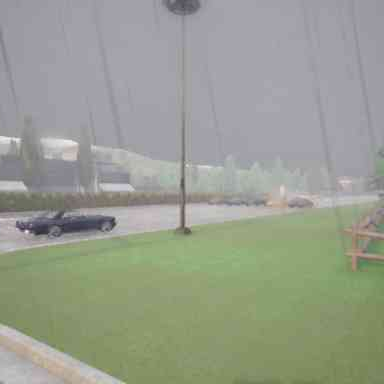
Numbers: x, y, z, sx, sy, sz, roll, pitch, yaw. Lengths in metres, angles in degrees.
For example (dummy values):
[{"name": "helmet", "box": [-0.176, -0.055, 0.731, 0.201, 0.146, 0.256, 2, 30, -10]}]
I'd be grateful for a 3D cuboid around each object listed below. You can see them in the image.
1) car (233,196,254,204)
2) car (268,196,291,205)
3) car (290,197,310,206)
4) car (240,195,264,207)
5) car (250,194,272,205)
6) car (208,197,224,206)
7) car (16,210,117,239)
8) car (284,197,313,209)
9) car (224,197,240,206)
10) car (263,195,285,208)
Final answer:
[{"name": "car", "box": [9.640, 1.521, 61.823, 1.895, 1.301, 4.718, 0, 0, 36]}, {"name": "car", "box": [15.254, 1.432, 57.641, 2.128, 1.511, 4.902, 0, 0, 36]}, {"name": "car", "box": [18.088, 1.551, 55.587, 1.895, 1.301, 4.718, 0, 0, 36]}, {"name": "car", "box": [9.762, 1.432, 50.105, 2.128, 1.511, 4.902, 0, 0, 37]}, {"name": "car", "box": [12.421, 1.282, 59.695, 2.097, 1.767, 4.553, 0, 0, 36]}, {"name": "car", "box": [4.467, 1.484, 54.713, 1.994, 1.385, 4.181, 0, 0, 37]}, {"name": "car", "box": [-6.237, 1.558, 17.155, 1.895, 1.301, 4.718, 0, 0, 40]}, {"name": "car", "box": [14.862, 1.507, 45.237, 2.033, 1.411, 5.357, 0, 0, 37]}, {"name": "car", "box": [7.368, 1.494, 52.741, 1.994, 1.385, 4.181, 0, 0, 37]}, {"name": "car", "box": [12.556, 1.428, 47.999, 1.882, 1.535, 5.008, 0, 0, 37]}]
